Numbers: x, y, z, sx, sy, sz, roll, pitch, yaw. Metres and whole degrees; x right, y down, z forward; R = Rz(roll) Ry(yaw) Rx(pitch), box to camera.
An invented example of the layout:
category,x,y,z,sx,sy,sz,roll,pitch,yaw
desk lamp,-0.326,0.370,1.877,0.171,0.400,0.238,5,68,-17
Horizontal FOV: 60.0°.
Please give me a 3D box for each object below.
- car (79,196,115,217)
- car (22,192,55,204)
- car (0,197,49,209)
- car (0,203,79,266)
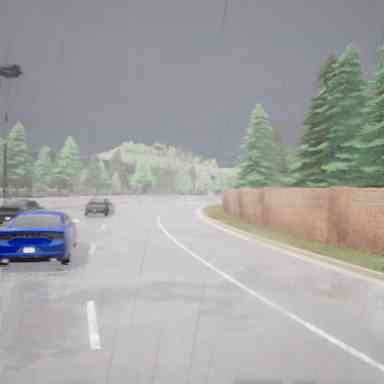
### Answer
category,x,y,z,sx,sy,sz,roll,pitch,yaw
car,-7.842,1.248,28.696,2.128,1.511,4.902,1,0,-4
car,-21.536,0.857,46.993,1.882,1.535,5.008,1,0,6
car,-10.480,1.206,20.717,1.837,1.490,4.892,1,0,-9
car,-4.888,1.336,11.020,1.882,1.535,5.008,1,0,-16
